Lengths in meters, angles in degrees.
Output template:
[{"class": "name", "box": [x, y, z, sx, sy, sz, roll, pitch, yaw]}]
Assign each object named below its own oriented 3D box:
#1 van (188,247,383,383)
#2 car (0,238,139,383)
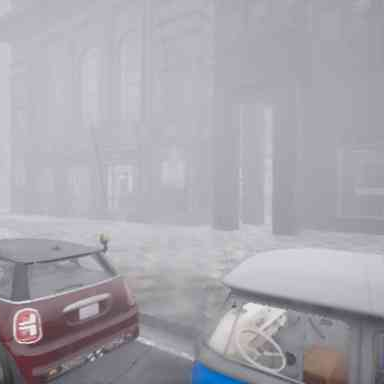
[{"class": "van", "box": [1.798, 1.342, 1.789, 3.998, 1.788, 1.690, 0, 0, 36]}, {"class": "car", "box": [-2.798, 1.431, 5.073, 4.097, 1.590, 1.967, 0, 0, 36]}]
